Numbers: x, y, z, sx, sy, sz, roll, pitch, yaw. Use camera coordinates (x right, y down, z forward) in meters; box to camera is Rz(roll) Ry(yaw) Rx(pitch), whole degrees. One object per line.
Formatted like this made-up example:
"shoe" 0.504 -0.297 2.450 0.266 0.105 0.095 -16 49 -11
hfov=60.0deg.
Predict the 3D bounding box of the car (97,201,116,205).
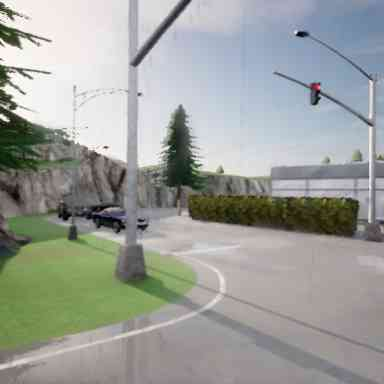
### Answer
"car" -10.294 1.727 38.502 1.895 1.301 4.718 0 0 27

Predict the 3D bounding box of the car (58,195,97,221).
"car" -10.058 1.294 28.456 2.150 2.045 5.566 1 0 -28

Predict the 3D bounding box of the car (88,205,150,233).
"car" -4.436 1.675 20.370 1.895 1.301 4.718 1 0 -36
